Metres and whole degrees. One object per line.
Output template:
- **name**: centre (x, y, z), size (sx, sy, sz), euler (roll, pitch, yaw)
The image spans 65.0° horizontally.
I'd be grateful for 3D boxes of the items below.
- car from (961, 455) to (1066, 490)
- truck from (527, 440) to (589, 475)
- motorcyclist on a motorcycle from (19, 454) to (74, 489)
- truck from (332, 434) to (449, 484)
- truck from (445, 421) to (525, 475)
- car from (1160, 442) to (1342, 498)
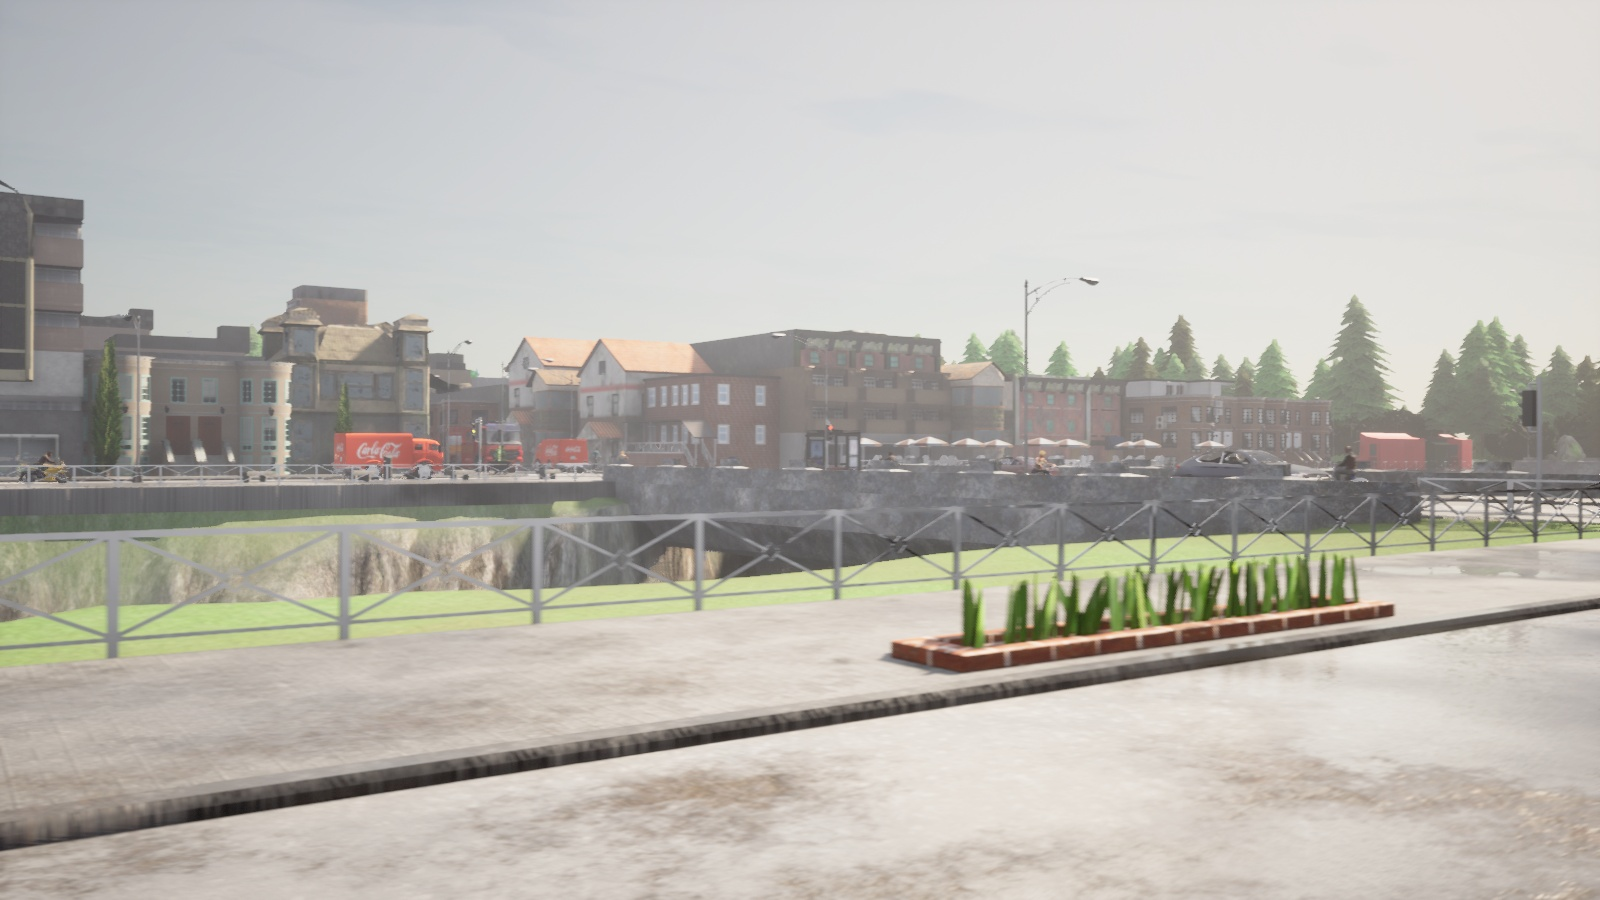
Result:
- **car**: centre (9.000, 0.920, 53.267), size (1.994, 1.385, 4.181), euler (0, 0, -36)
- **truck**: centre (-17.659, 0.520, 91.516), size (2.627, 2.467, 5.204), euler (0, 0, -34)
- **motorcyclist on a motorcycle**: centre (-33.639, 0.935, 56.051), size (2.044, 1.523, 0.797), euler (0, 0, -35)
- **truck**: centre (-21.094, 0.461, 64.790), size (5.204, 2.467, 2.627), euler (0, 0, -35)
- **truck**: centre (-23.351, -0.145, 92.685), size (2.891, 3.827, 8.468), euler (0, 0, -35)
- **car**: centre (13.954, 0.590, 39.147), size (2.152, 1.651, 5.027), euler (0, 0, -35)
